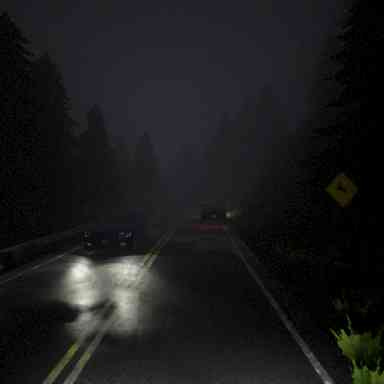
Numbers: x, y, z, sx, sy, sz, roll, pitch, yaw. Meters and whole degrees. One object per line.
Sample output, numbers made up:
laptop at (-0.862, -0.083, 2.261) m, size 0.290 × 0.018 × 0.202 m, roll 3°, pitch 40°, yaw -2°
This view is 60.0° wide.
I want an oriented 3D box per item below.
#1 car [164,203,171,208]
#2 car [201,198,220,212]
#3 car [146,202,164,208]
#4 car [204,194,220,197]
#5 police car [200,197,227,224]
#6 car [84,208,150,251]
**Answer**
car at (-5.757, 2.642, 61.756) m, size 1.994 × 1.385 × 4.181 m, roll 4°, pitch -7°, yaw -38°
car at (2.206, 1.575, 41.631) m, size 1.837 × 1.490 × 4.892 m, roll 0°, pitch 0°, yaw -3°
car at (-7.235, 2.311, 57.876) m, size 1.895 × 1.301 × 4.718 m, roll 3°, pitch -6°, yaw -30°
car at (2.120, 1.264, 35.376) m, size 2.150 × 2.045 × 5.566 m, roll 0°, pitch 0°, yaw 3°
police car at (1.632, 1.451, 25.425) m, size 1.930 × 1.638 × 5.238 m, roll 0°, pitch 0°, yaw 3°
car at (-3.052, 1.497, 14.339) m, size 1.882 × 1.535 × 5.008 m, roll 0°, pitch 0°, yaw 2°
